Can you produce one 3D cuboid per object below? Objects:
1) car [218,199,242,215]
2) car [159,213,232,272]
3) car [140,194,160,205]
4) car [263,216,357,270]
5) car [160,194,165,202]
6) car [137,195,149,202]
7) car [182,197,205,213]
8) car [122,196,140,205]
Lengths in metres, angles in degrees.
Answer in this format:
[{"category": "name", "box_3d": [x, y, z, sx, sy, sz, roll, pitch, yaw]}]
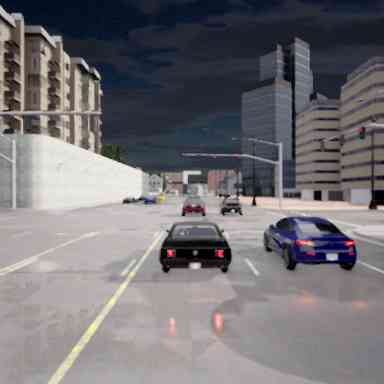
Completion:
[{"category": "car", "box_3d": [3.663, 1.408, 32.067, 1.837, 1.490, 4.892, 0, 0, 0]}, {"category": "car", "box_3d": [0.100, 1.569, 10.594, 1.895, 1.301, 4.718, 0, 0, 0]}, {"category": "car", "box_3d": [-6.936, 1.312, 55.829, 1.882, 1.535, 5.008, 0, 0, 1]}, {"category": "car", "box_3d": [3.601, 1.493, 10.808, 1.812, 1.442, 4.674, 0, 0, 0]}, {"category": "car", "box_3d": [-6.845, 1.266, 71.322, 1.882, 1.535, 5.008, 0, 0, 0]}, {"category": "car", "box_3d": [-10.346, 1.385, 70.840, 1.895, 1.301, 4.718, 0, 0, 0]}, {"category": "car", "box_3d": [0.161, 1.257, 31.777, 2.097, 1.767, 4.553, 0, 0, 0]}, {"category": "car", "box_3d": [-10.436, 1.400, 55.687, 1.994, 1.385, 4.181, 0, 0, 1]}]
